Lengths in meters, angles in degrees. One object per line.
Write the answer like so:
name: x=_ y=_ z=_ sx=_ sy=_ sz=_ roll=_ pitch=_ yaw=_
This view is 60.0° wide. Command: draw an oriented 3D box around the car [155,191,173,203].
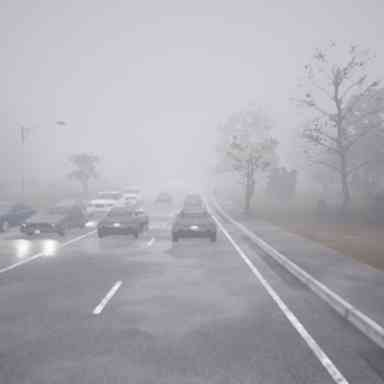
car: x=-3.470 y=0.618 z=42.078 sx=1.994 sy=1.385 sz=4.181 roll=0 pitch=3 yaw=0

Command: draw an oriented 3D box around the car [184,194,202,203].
car: x=0.101 y=0.898 z=37.345 sx=1.994 sy=1.385 sz=4.181 roll=0 pitch=3 yaw=0

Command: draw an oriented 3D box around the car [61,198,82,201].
car: x=-10.542 y=1.246 z=28.878 sx=1.812 sy=1.442 sz=4.674 roll=0 pitch=2 yaw=0

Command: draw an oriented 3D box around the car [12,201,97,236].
car: x=-7.093 y=1.417 z=17.928 sx=2.033 sy=1.411 sz=5.357 roll=0 pitch=0 yaw=0

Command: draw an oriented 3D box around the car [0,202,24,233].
car: x=-10.590 y=1.340 z=18.936 sx=1.882 sy=1.535 sz=5.008 roll=0 pitch=0 yaw=0

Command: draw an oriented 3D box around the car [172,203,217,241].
car: x=0.100 y=1.448 z=15.982 sx=1.994 sy=1.385 sz=4.181 roll=0 pitch=0 yaw=0

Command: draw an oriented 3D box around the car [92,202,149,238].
car: x=-3.399 y=1.440 z=17.032 sx=1.994 sy=1.385 sz=4.181 roll=0 pitch=0 yaw=0

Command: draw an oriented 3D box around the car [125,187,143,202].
car: x=-7.043 y=0.495 z=38.325 sx=2.150 sy=2.045 sz=5.566 roll=0 pitch=3 yaw=1

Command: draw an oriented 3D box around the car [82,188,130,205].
car: x=-7.058 y=0.964 z=28.109 sx=2.150 sy=2.045 sz=5.566 roll=0 pitch=2 yaw=1
